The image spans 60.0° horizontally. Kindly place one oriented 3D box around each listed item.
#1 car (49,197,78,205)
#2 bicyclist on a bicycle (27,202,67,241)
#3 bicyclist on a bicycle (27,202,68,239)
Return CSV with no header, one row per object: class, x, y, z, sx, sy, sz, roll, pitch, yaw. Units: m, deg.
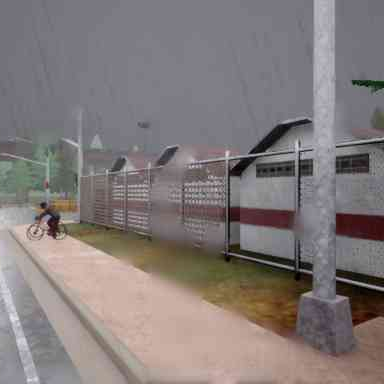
car,-19.428,1.505,50.150,4.892,1.490,1.837,0,0,-35
bicyclist on a bicycle,-6.268,1.301,14.392,1.656,1.620,0.582,0,0,-14
bicyclist on a bicycle,-6.782,1.301,15.612,1.656,1.620,0.582,0,0,-39
